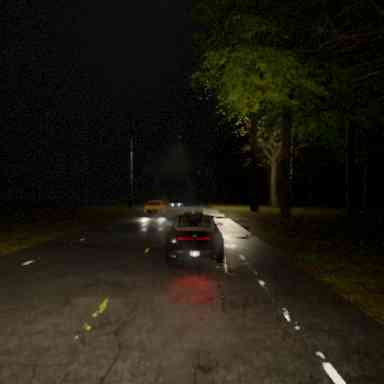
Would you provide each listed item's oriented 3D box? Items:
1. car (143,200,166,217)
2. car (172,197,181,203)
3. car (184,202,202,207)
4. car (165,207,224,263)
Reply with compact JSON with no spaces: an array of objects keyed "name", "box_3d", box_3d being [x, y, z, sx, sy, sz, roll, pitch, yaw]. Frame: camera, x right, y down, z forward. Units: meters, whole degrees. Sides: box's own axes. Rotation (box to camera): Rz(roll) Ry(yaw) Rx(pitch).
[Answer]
[{"name":"car","box_3d":[-3.598,1.567,32.718,1.882,1.535,5.008,0,0,0]},{"name":"car","box_3d":[-3.499,1.865,73.901,1.895,1.301,4.718,0,0,0]},{"name":"car","box_3d":[0.098,1.691,33.087,1.895,1.301,4.718,0,0,0]},{"name":"car","box_3d":[0.086,1.535,12.131,1.837,1.490,4.892,0,0,0]}]
